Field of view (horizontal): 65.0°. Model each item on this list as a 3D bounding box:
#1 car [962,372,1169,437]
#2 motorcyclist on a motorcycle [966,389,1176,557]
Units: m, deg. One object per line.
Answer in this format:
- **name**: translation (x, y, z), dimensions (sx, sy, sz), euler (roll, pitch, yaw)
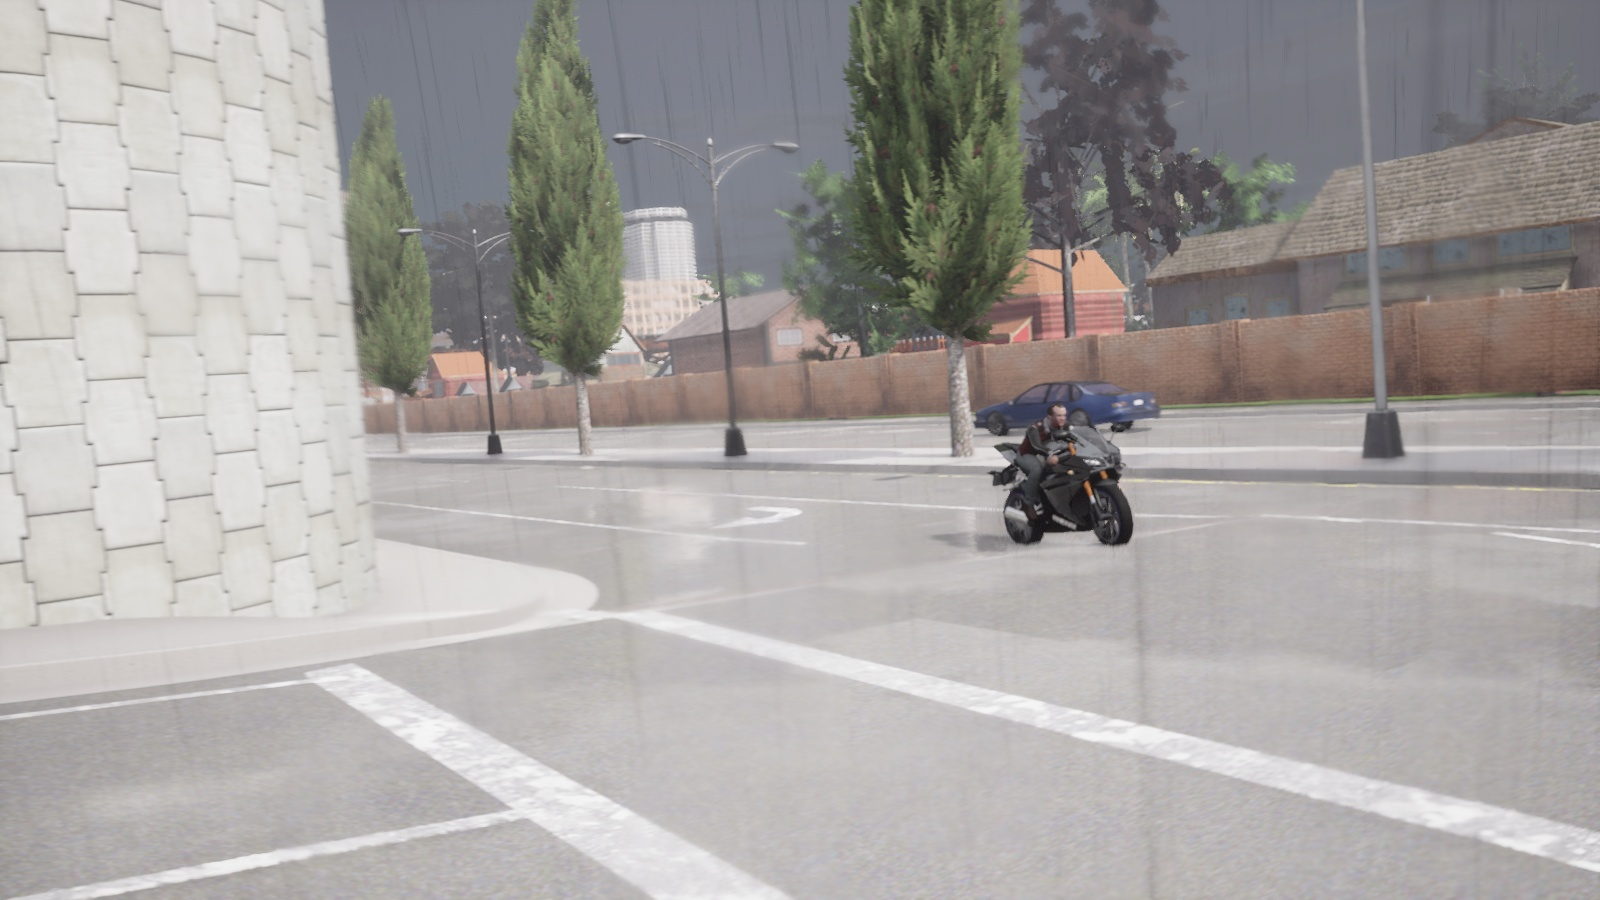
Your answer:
- **car**: translation (6.976, -1.168, 33.635), dimensions (2.033, 1.411, 5.357), euler (-7, 4, -36)
- **motorcyclist on a motorcycle**: translation (2.756, 0.279, 13.101), dimensions (0.866, 1.530, 2.191), euler (-7, -1, -23)
